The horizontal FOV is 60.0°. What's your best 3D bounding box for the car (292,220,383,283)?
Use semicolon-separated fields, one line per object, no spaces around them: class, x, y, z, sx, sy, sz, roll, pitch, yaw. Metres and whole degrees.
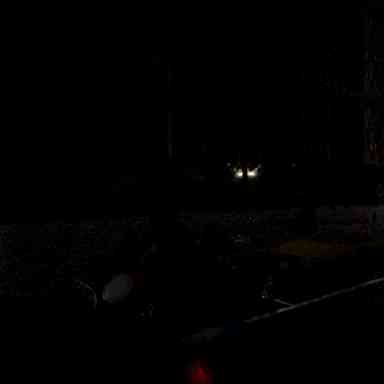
car;4.266;1.527;9.694;4.829;1.417;1.752;0;0;-36

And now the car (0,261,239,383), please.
car;-1.863;1.564;2.049;4.181;1.385;1.994;0;0;-35

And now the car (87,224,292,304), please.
car;-0.217;1.441;6.495;4.097;1.590;1.967;0;0;-36
